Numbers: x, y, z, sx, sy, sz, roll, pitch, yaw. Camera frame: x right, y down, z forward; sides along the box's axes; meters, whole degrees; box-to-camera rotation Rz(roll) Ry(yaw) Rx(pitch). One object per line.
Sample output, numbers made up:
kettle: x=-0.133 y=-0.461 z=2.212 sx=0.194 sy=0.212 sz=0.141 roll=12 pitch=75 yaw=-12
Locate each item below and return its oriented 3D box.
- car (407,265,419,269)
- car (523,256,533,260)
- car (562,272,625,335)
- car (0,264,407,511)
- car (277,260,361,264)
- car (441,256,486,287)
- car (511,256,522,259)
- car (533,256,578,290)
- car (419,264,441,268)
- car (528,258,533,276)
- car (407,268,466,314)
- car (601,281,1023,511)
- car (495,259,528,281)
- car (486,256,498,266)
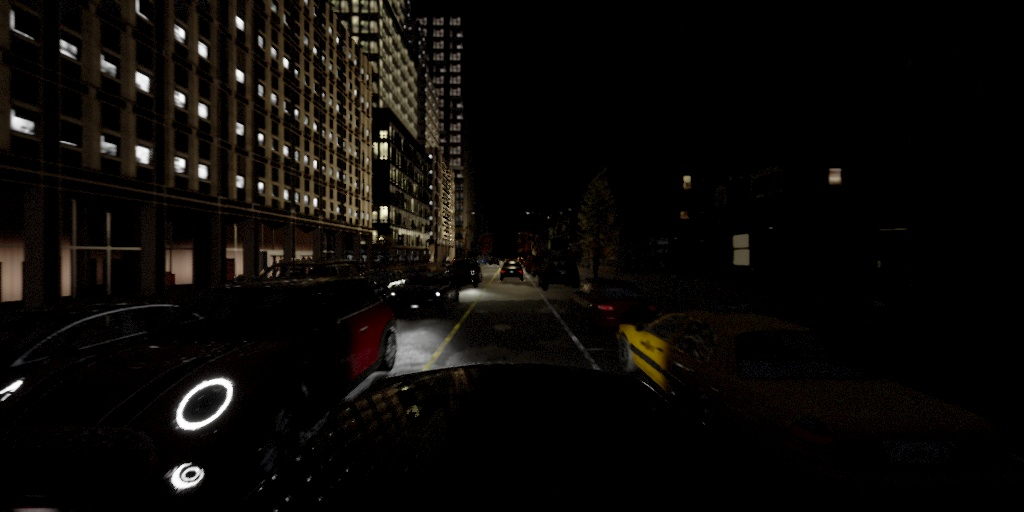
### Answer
car: x=-5.722 y=1.245 z=15.572 sx=2.007 sy=1.370 sz=4.403 roll=0 pitch=0 yaw=0
car: x=2.596 y=0.902 z=37.741 sx=2.192 sy=1.841 sz=5.009 roll=0 pitch=0 yaw=0
car: x=2.675 y=1.289 z=10.056 sx=1.802 sy=1.307 sz=4.207 roll=0 pitch=0 yaw=0
car: x=-3.101 y=1.093 z=4.567 sx=2.097 sy=1.767 sz=4.553 roll=0 pitch=0 yaw=0
car: x=-5.706 y=1.034 z=10.035 sx=2.192 sy=1.841 sz=5.009 roll=0 pitch=0 yaw=0
car: x=-3.123 y=1.008 z=23.518 sx=2.097 sy=1.767 sz=4.553 roll=0 pitch=0 yaw=0
car: x=-0.055 y=1.048 z=42.754 sx=1.882 sy=1.535 sz=5.008 roll=0 pitch=0 yaw=0
car: x=2.643 y=0.972 z=21.129 sx=2.192 sy=1.841 sz=5.009 roll=0 pitch=0 yaw=0
car: x=-5.738 y=1.215 z=21.108 sx=1.888 sy=1.381 sz=4.507 roll=0 pitch=0 yaw=0
car: x=2.611 y=1.135 z=32.374 sx=1.751 sy=1.417 sz=4.829 roll=0 pitch=0 yaw=0
car: x=-3.122 y=1.300 z=13.717 sx=1.895 sy=1.301 sz=4.718 roll=0 pitch=0 yaw=0
car: x=2.689 y=1.258 z=4.689 sx=1.751 sy=1.417 sz=4.829 roll=0 pitch=0 yaw=0
car: x=-0.009 y=1.176 z=28.724 sx=2.033 sy=1.411 sz=5.357 roll=0 pitch=0 yaw=0
car: x=-3.190 y=1.034 z=64.950 sx=2.033 sy=1.411 sz=5.357 roll=0 pitch=0 yaw=0
